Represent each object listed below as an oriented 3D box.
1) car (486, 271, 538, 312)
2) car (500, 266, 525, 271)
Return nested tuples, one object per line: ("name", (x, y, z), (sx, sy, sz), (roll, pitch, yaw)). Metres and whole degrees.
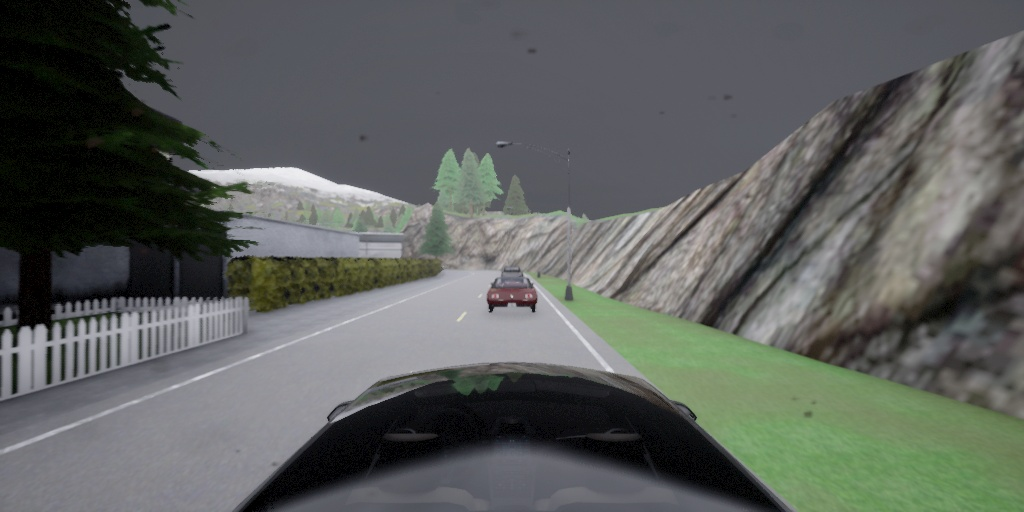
("car", (0.016, 1.494, 15.063), (1.895, 1.301, 4.718), (0, -1, 0))
("car", (0.022, 1.550, 30.321), (2.128, 1.511, 4.902), (0, 0, 0))
